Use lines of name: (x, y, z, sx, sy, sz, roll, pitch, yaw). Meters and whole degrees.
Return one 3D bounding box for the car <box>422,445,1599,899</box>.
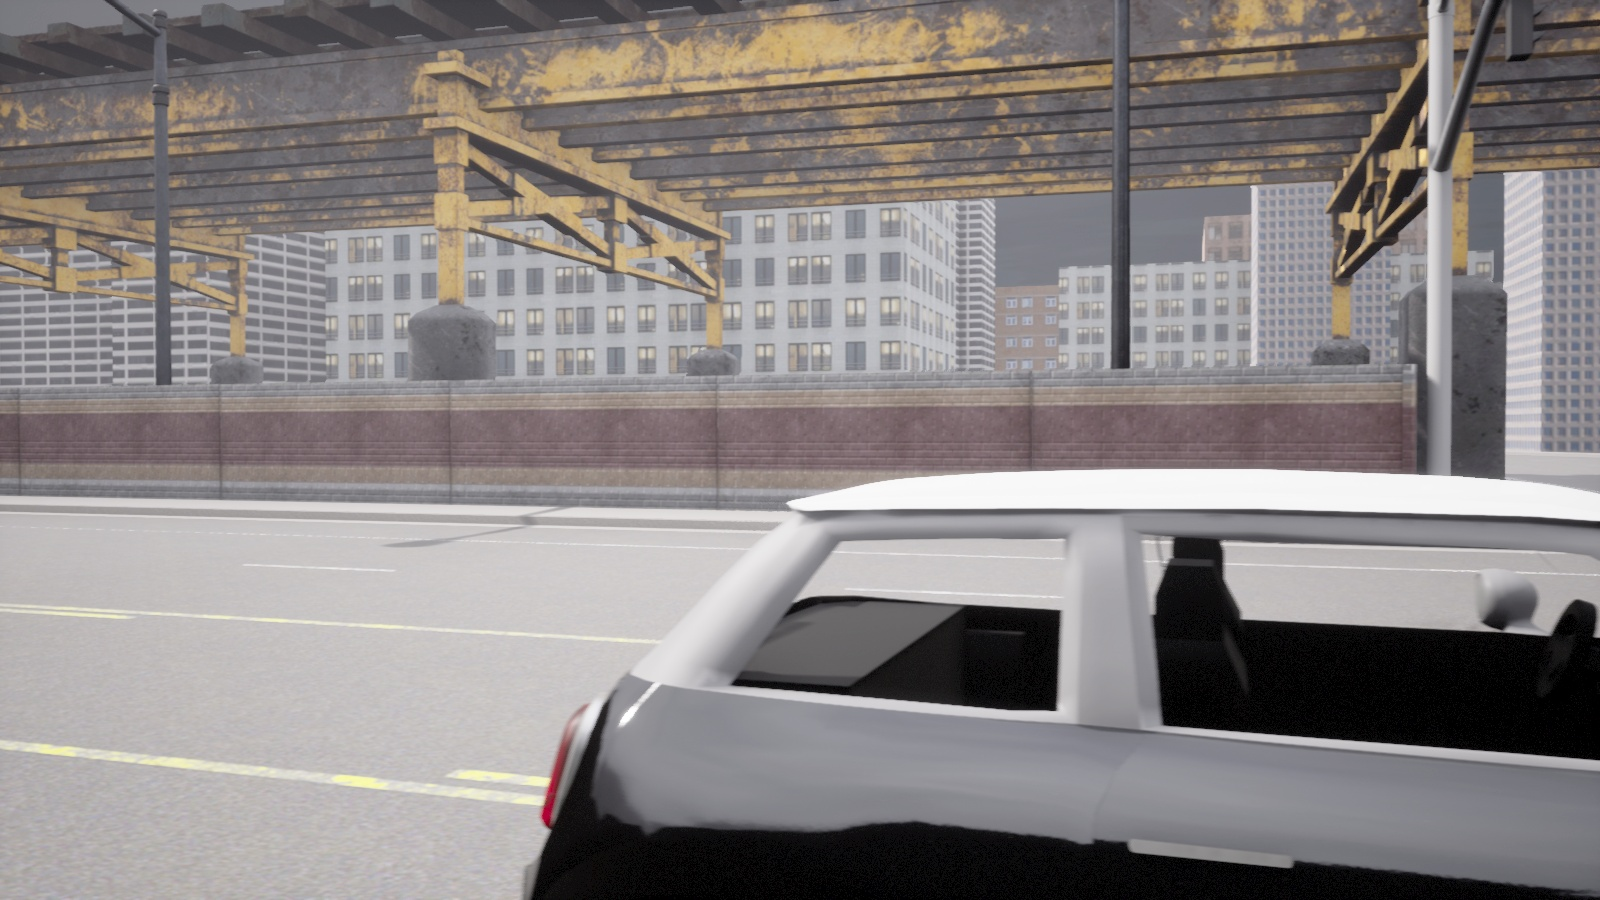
car: (1.396, 0.753, 2.723, 3.806, 1.475, 1.970, 1, 1, 18)
